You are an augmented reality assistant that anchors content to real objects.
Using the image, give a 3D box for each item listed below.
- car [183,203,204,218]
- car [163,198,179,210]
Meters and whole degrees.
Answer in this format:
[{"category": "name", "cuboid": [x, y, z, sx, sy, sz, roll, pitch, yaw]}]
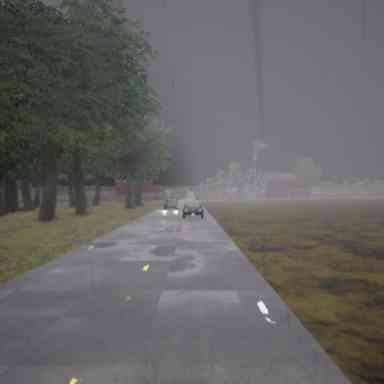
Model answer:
[{"category": "car", "cuboid": [0.104, 1.652, 31.183, 1.895, 1.301, 4.718, 0, 0, 0]}, {"category": "car", "cuboid": [-2.745, 1.596, 44.301, 1.837, 1.490, 4.892, 0, -1, 0]}]
